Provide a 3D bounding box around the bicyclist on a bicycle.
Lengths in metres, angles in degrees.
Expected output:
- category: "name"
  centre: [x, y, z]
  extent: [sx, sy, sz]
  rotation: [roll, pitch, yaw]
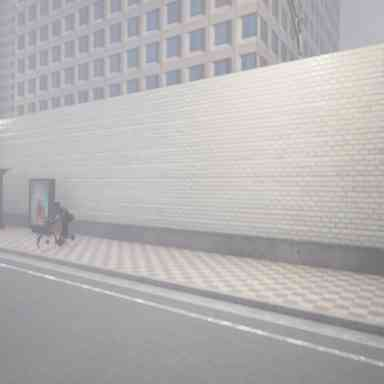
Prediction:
- category: "bicyclist on a bicycle"
  centre: [-4.360, 1.130, 11.035]
  extent: [0.582, 1.620, 1.656]
  rotation: [1, 1, 33]
